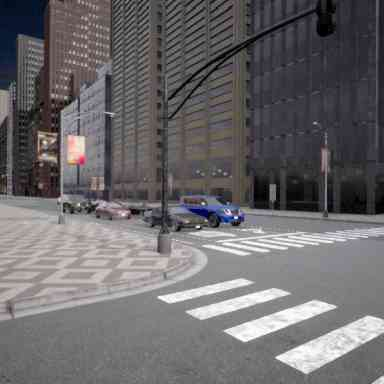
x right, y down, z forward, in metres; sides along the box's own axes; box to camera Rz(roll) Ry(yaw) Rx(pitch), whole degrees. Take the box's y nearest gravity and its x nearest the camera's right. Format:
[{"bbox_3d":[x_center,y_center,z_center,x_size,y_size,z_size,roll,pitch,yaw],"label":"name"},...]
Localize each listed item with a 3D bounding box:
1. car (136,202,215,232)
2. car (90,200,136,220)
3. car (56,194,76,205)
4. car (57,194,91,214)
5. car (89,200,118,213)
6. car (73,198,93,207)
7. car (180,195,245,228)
[{"bbox_3d":[-1.197,1.567,20.769,2.033,1.411,5.357,1,-1,-35],"label":"car"},{"bbox_3d":[-6.893,1.584,28.736,1.812,1.442,4.674,1,-1,-36],"label":"car"},{"bbox_3d":[-24.738,1.489,65.205,2.150,2.045,5.566,1,-1,-36],"label":"car"},{"bbox_3d":[-13.117,1.322,37.461,2.150,2.045,5.566,1,-1,-36],"label":"car"},{"bbox_3d":[-10.605,1.651,39.531,1.812,1.442,4.674,1,-1,-35],"label":"car"},{"bbox_3d":[-18.686,1.733,56.745,1.837,1.490,4.892,1,-1,-36],"label":"car"},{"bbox_3d":[1.131,1.267,23.092,2.150,2.045,5.566,1,-1,-36],"label":"car"}]
